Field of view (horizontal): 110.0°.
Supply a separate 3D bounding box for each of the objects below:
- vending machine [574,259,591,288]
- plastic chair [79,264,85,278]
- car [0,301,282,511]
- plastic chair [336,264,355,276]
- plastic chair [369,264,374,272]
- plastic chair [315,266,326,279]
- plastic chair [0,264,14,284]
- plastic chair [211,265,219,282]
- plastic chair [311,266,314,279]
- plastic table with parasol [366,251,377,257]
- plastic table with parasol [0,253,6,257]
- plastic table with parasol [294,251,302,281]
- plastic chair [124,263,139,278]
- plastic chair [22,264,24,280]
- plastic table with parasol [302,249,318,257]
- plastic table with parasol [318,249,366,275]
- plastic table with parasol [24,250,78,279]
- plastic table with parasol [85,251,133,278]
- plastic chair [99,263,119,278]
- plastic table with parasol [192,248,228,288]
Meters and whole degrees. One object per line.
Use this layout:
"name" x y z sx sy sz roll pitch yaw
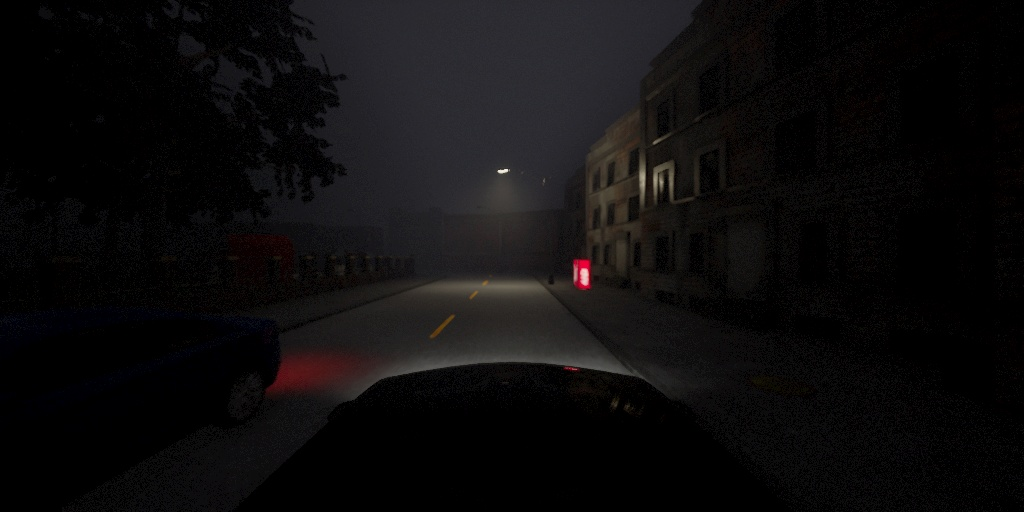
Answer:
"vending machine" 4.292 1.167 21.832 1.100 2.100 0.880 0 0 0
"plastic chair" -36.045 1.307 30.622 0.730 1.272 0.750 0 0 -35
"car" -4.101 1.227 2.836 1.882 1.535 5.008 0 0 0
"plastic chair" -12.334 1.338 26.548 0.750 1.272 0.730 0 0 -40
"plastic chair" -12.032 1.339 31.798 0.730 1.272 0.750 0 0 0
"plastic chair" -14.040 1.338 26.647 0.730 1.272 0.750 0 0 -35
"plastic chair" -33.702 1.211 23.599 0.730 1.272 0.750 0 0 -42
"plastic chair" -19.707 1.265 24.334 0.750 1.272 0.730 0 0 -44
"plastic chair" -16.201 1.335 28.493 0.750 1.272 0.730 0 0 -40
"plastic table with parasol" -13.285 0.734 31.897 2.482 2.480 2.482 0 0 0
"plastic table with parasol" -34.584 0.668 22.886 2.482 2.480 2.482 0 0 -42
"plastic table with parasol" -15.710 0.734 23.720 2.482 2.480 2.482 0 0 -40
"plastic chair" -34.064 1.282 32.259 0.730 1.272 0.750 0 0 -40
"plastic chair" -40.536 1.334 30.187 0.730 1.272 0.750 0 0 -35
"plastic table with parasol" -16.933 0.702 29.493 2.482 2.480 2.482 0 0 -40
"plastic table with parasol" -13.065 0.734 27.547 2.482 2.480 2.482 0 0 -40
"plastic table with parasol" -39.561 0.730 31.088 2.482 2.480 2.482 0 0 -40
"plastic table with parasol" -35.071 0.696 31.523 2.482 2.480 2.482 0 0 -40
"plastic chair" -34.338 1.271 30.526 0.750 1.272 0.730 0 0 -40
"plastic table with parasol" -20.527 0.672 25.180 2.482 2.480 2.482 0 0 -38
